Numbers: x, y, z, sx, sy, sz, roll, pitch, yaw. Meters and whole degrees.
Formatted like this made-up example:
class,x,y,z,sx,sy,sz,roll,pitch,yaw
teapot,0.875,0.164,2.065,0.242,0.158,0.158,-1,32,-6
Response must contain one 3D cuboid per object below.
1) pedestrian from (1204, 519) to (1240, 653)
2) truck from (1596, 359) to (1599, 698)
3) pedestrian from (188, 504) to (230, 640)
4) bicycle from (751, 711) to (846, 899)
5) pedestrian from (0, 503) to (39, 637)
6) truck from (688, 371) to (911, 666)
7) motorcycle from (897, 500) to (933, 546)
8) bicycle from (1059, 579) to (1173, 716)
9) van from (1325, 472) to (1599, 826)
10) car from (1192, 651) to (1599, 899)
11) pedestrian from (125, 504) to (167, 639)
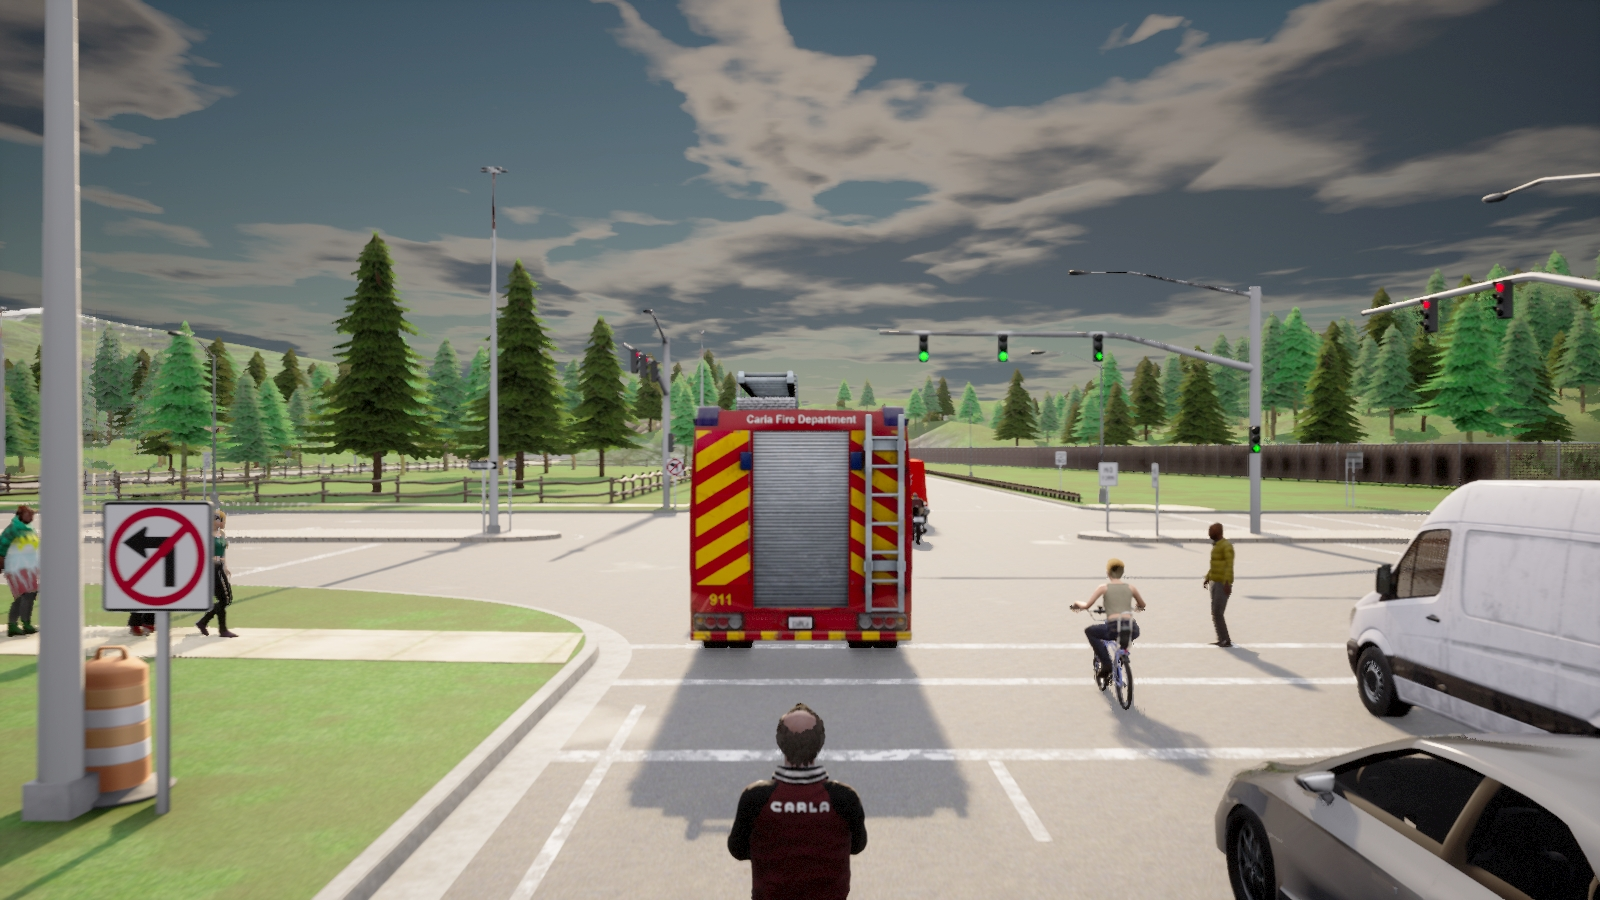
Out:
class,x,y,z,sx,sy,sz,roll,pitch,yaw
pedestrian,6.036,1.935,16.354,0.375,1.860,0.375,0,0,-1
truck,10.497,0.891,8.764,2.891,3.827,8.468,0,0,0
pedestrian,-8.266,1.696,15.984,0.375,1.860,0.375,0,0,4
bicycle,-0.004,2.060,4.876,0.329,1.471,1.835,0,0,0
pedestrian,-11.116,1.697,16.218,0.375,1.860,0.375,0,0,5
truck,-0.001,0.890,19.039,2.891,3.827,8.468,0,0,0
motorcycle,3.507,2.205,34.935,0.867,1.251,2.209,0,0,0
bicycle,3.489,2.158,12.751,0.859,1.277,1.487,0,0,0
van,6.998,1.535,10.111,1.988,2.561,5.915,0,0,0
car,3.503,2.066,5.460,1.816,1.474,4.193,0,0,0
pedestrian,-9.200,1.696,16.083,0.375,1.860,0.375,0,0,4
